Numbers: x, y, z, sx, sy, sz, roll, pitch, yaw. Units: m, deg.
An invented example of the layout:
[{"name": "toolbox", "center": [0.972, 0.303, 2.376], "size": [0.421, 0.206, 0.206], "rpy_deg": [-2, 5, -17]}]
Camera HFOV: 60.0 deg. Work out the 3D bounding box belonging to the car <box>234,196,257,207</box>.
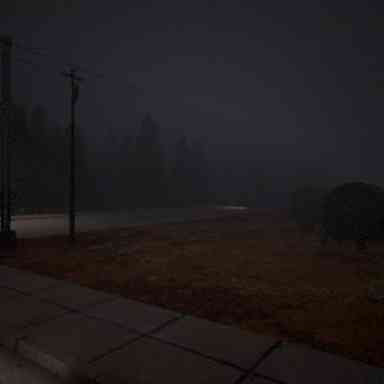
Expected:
[{"name": "car", "center": [8.054, 1.453, 49.923], "size": [1.837, 1.490, 4.892], "rpy_deg": [0, 0, 37]}]
